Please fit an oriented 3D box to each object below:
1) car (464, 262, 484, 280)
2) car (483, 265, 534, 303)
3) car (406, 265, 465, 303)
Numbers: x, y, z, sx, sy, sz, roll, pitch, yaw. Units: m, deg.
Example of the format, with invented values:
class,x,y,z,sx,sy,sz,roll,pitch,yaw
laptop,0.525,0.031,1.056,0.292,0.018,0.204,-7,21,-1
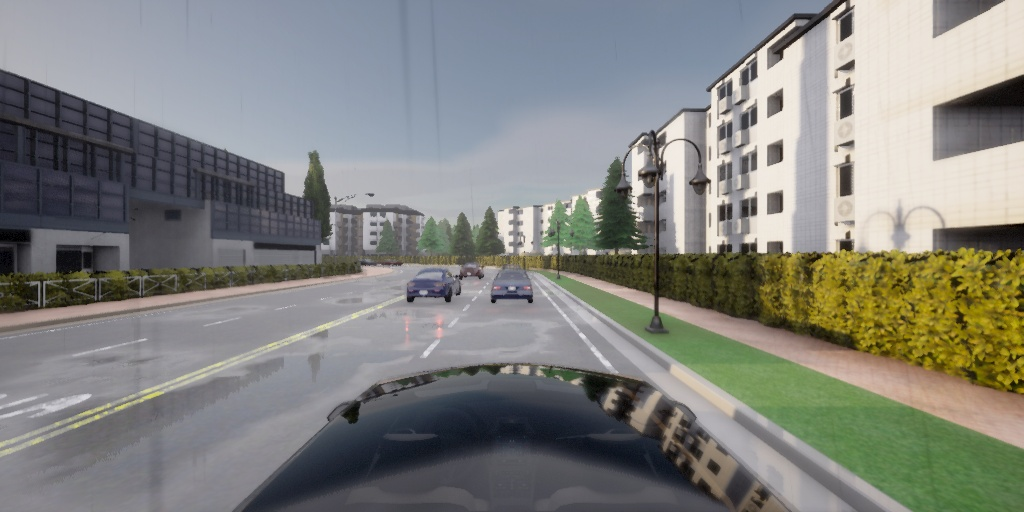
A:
class,x,y,z,sx,sy,sz,roll,pitch,yaw
car,-3.500,1.280,31.500,1.812,1.442,4.674,0,0,0
car,0.000,1.310,16.500,2.033,1.411,5.357,0,0,0
car,-3.500,1.280,16.500,1.812,1.442,4.674,0,0,0
